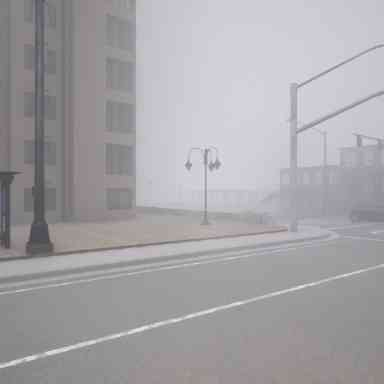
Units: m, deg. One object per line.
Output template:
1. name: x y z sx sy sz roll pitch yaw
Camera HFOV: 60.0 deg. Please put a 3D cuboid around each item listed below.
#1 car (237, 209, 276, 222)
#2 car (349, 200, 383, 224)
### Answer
1. car: 6.149 2.414 33.188 2.128 1.511 4.902 0 -8 -36
2. car: 13.330 1.332 22.846 2.097 1.767 4.553 -1 -1 -30
